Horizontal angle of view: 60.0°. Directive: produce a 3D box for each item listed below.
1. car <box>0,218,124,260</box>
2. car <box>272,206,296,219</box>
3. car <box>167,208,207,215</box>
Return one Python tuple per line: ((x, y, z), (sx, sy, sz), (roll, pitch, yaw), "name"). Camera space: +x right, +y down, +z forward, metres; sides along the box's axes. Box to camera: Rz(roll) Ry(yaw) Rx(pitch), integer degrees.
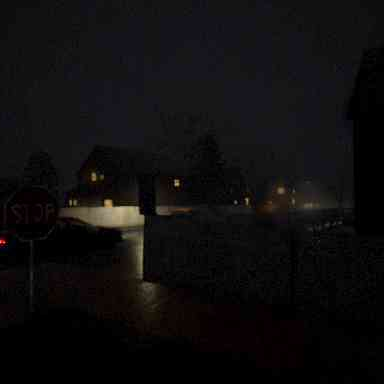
((-5.292, 1.731, 13.314), (2.033, 1.411, 5.357), (-1, -2, 36), "car")
((11.399, 2.460, 41.049), (1.837, 1.490, 4.892), (-1, -3, 36), "car")
((-0.634, 1.960, 24.222), (1.882, 1.535, 5.008), (-1, -2, 35), "car")
